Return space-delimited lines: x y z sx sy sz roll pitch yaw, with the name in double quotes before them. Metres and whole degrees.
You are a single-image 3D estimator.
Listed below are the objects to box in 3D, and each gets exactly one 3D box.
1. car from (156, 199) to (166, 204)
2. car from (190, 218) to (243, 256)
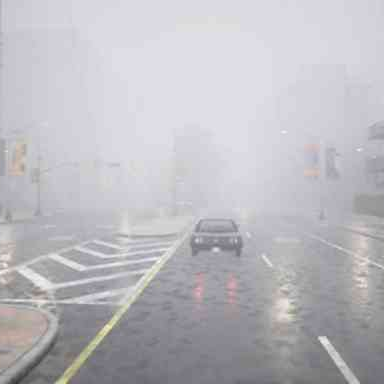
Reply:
"car" -7.784 2.341 84.326 1.895 1.301 4.718 0 -1 5
"car" 1.029 1.733 13.776 1.895 1.301 4.718 0 0 5
